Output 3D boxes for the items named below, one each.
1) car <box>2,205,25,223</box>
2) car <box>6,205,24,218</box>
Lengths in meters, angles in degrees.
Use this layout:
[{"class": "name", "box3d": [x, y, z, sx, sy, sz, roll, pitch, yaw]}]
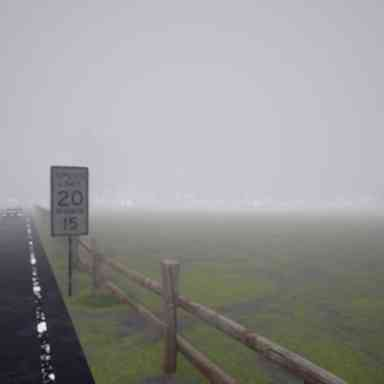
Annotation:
[{"class": "car", "box3d": [-18.098, 2.273, 33.681, 2.033, 1.411, 5.357, 0, -1, -26]}, {"class": "car", "box3d": [-22.673, 2.428, 42.694, 1.837, 1.490, 4.892, 0, -1, -27]}]
